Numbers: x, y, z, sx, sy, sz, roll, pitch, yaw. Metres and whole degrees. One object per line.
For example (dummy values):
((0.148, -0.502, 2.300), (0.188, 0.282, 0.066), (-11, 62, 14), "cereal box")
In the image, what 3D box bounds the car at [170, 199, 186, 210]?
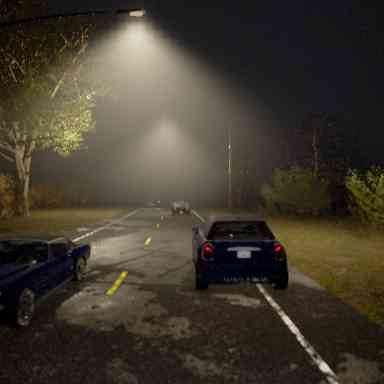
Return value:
((-2.018, 1.697, 46.107), (1.994, 1.385, 4.181), (0, 0, -5), "car")

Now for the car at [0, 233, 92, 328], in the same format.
((-3.713, 1.632, 7.125), (1.895, 1.301, 4.718), (0, 0, -1), "car")

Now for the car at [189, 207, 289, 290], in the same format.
((1.085, 1.389, 9.356), (2.097, 1.767, 4.553), (0, 0, -1), "car")

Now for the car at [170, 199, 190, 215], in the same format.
((-1.184, 1.710, 34.861), (1.895, 1.301, 4.718), (0, 0, -3), "car")

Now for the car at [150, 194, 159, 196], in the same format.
((-9.191, 1.378, 79.514), (2.150, 2.045, 5.566), (0, 0, -8), "car")

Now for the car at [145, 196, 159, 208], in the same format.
((-5.999, 1.669, 49.987), (1.812, 1.442, 4.674), (0, 0, -5), "car")
